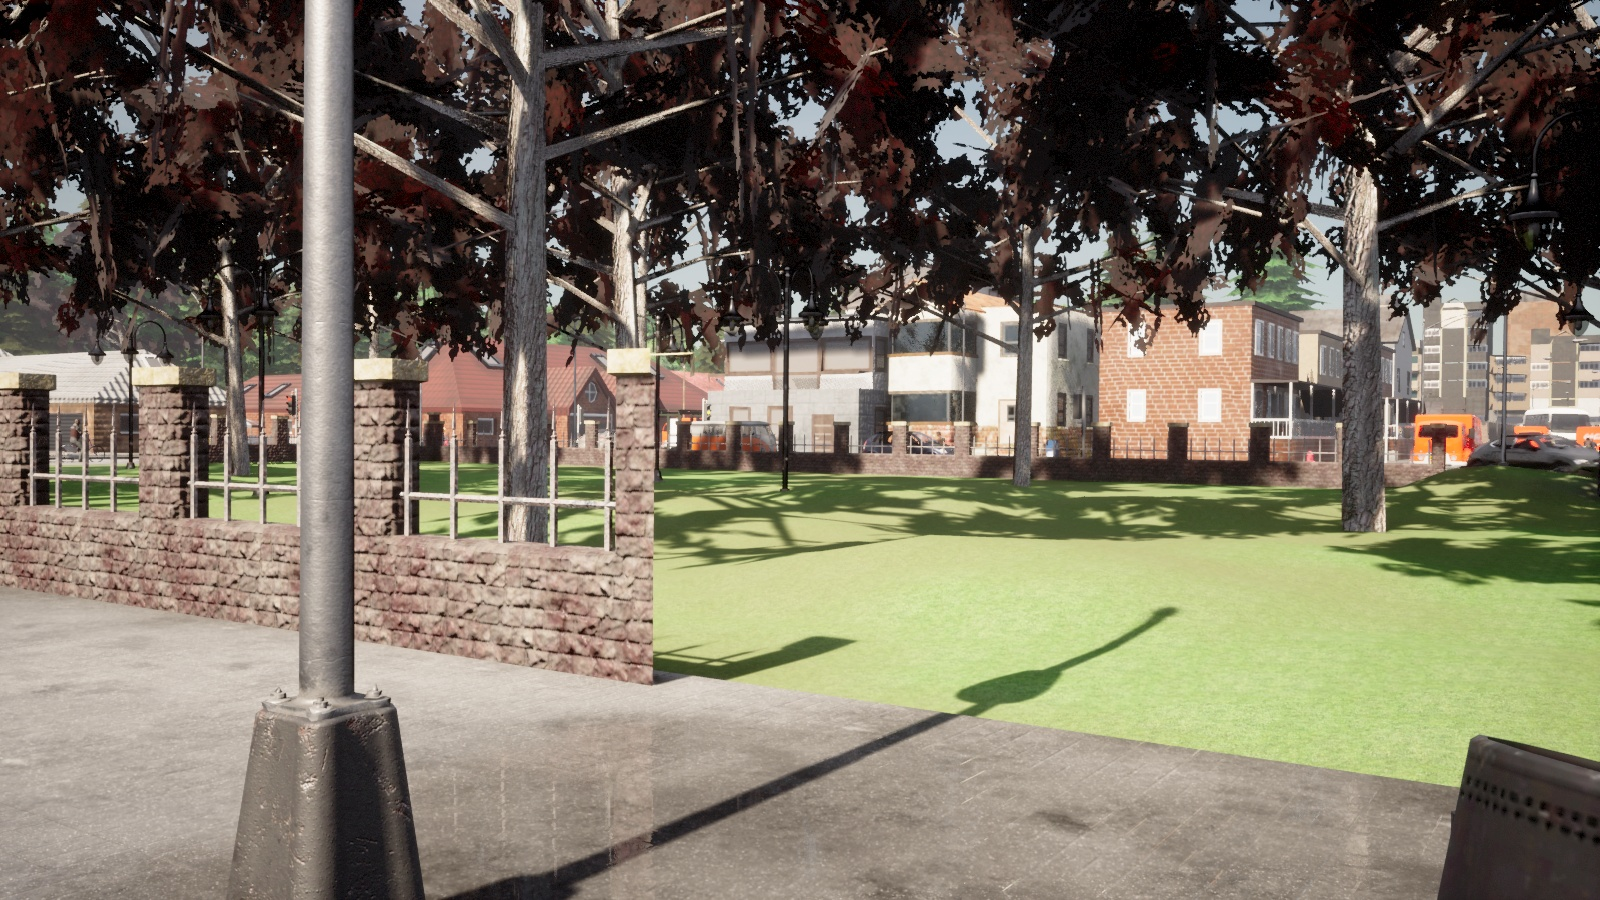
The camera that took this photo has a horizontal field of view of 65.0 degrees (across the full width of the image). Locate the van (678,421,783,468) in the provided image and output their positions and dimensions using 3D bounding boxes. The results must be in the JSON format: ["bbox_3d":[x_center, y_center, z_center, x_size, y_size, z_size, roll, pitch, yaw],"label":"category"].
[{"bbox_3d":[-3.100,-0.249,55.745,4.442,1.987,1.775,0,1,31],"label":"van"}]

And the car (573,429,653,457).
[{"bbox_3d":[-11.355,-0.434,76.659,2.152,1.651,5.027,0,1,30],"label":"car"}]

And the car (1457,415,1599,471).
[{"bbox_3d":[23.641,-0.248,39.849,2.152,1.651,5.027,-1,1,-14],"label":"car"}]

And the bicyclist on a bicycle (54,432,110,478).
[{"bbox_3d":[-28.707,0.176,50.233,0.659,1.776,1.843,0,1,32],"label":"bicyclist on a bicycle"}]

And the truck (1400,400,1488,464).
[{"bbox_3d":[26.377,-0.684,51.357,2.627,2.467,5.204,0,0,33],"label":"truck"}]

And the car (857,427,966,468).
[{"bbox_3d":[4.492,-0.104,50.719,3.988,1.617,1.851,0,1,32],"label":"car"}]

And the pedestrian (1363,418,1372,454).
[{"bbox_3d":[29.603,-0.721,65.474,0.331,1.846,0.636,0,1,31],"label":"pedestrian"}]
